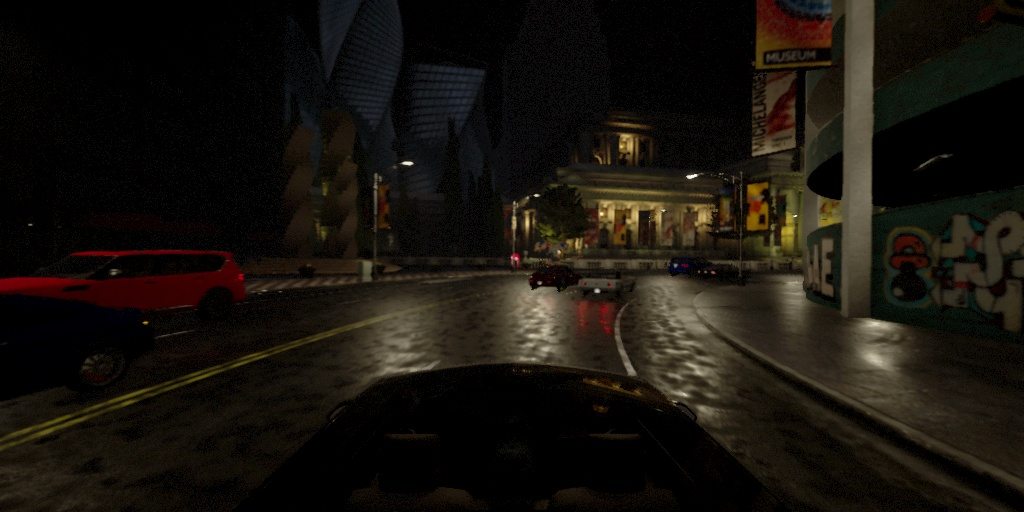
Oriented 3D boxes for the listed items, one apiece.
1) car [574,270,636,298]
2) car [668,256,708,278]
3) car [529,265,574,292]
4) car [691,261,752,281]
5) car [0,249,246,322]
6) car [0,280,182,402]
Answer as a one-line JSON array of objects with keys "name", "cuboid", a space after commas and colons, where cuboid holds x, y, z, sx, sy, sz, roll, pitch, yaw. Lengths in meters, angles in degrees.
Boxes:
[{"name": "car", "cuboid": [5.137, 1.360, 18.785, 1.895, 1.301, 4.718, 1, 0, 30]}, {"name": "car", "cuboid": [17.568, 1.073, 34.571, 5.566, 2.045, 2.150, 1, 0, -28]}, {"name": "car", "cuboid": [2.648, 1.250, 21.071, 1.812, 1.442, 4.674, 1, 0, 31]}, {"name": "car", "cuboid": [18.495, 1.419, 31.278, 5.357, 1.411, 2.033, 1, 0, -27]}, {"name": "car", "cuboid": [-9.746, 0.843, 8.973, 2.150, 2.045, 5.566, 0, 0, 11]}, {"name": "car", "cuboid": [-6.828, 1.194, 3.911, 1.812, 1.442, 4.674, 0, 0, 5]}]
